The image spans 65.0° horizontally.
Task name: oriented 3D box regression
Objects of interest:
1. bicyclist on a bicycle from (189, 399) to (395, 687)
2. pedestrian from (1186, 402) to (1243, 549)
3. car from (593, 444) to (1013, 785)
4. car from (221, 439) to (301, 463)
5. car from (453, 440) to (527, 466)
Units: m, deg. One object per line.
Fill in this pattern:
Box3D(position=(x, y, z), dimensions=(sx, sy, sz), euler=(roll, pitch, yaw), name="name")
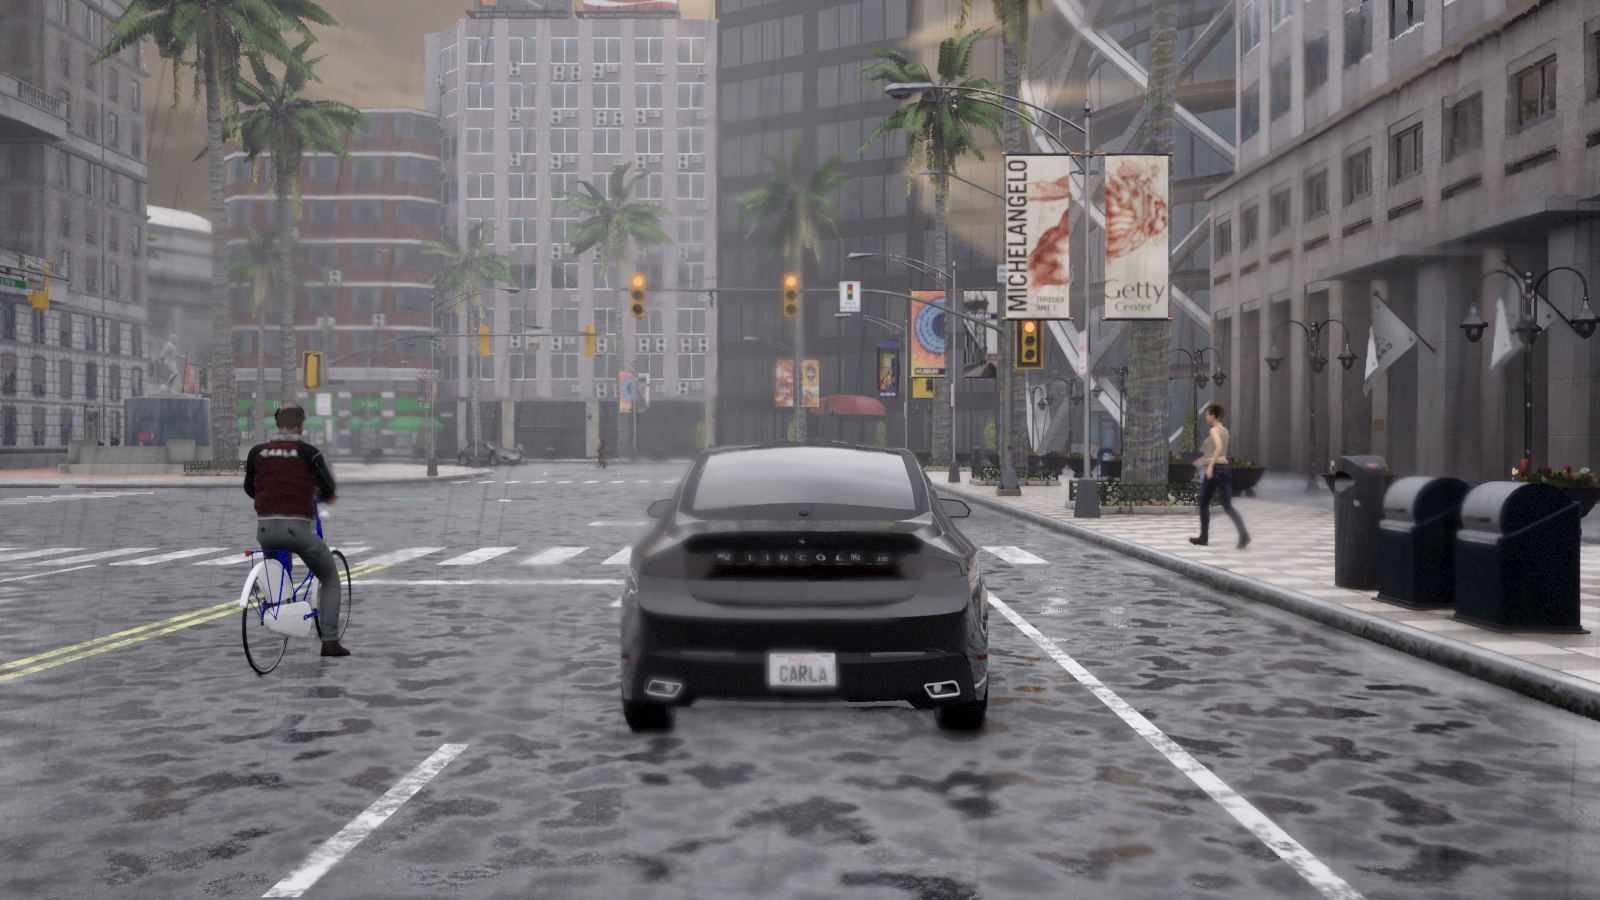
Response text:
Box3D(position=(-3.432, 0.565, 8.669), dimensions=(0.659, 1.776, 1.843), euler=(0, 1, 0), name="bicyclist on a bicycle")
Box3D(position=(5.267, 0.317, 15.964), dimensions=(0.345, 1.836, 0.594), euler=(0, 0, -39), name="pedestrian")
Box3D(position=(0.047, 0.707, 7.945), dimensions=(1.837, 1.490, 4.892), euler=(0, 0, 1), name="car")
Box3D(position=(-37.365, 0.069, 87.131), dimensions=(4.611, 1.667, 2.242), euler=(0, 0, 12), name="car")
Box3D(position=(-20.527, 0.191, 83.046), dimensions=(4.856, 1.649, 2.033), euler=(0, 0, 35), name="car")
